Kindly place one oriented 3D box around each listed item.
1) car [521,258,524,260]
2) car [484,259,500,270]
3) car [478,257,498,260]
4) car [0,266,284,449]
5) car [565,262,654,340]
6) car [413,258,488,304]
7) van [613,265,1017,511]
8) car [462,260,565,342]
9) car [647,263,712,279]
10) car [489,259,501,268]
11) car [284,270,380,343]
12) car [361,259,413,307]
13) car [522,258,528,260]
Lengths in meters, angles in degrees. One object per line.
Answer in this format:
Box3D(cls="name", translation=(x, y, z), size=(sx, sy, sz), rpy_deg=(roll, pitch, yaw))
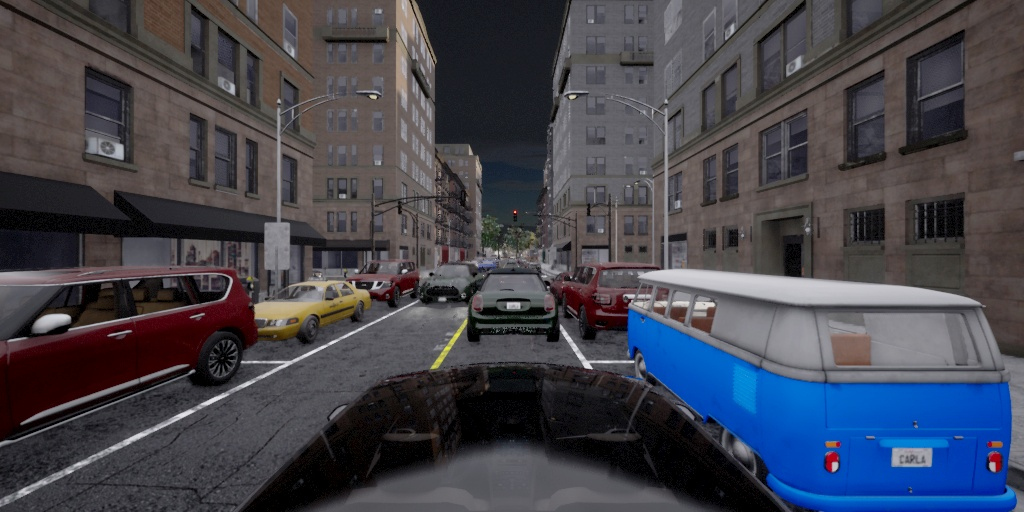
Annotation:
Box3D(cls="car", translation=(2.549, 1.287, 48.061), size=(1.888, 1.381, 4.507), rpy_deg=(0, 0, 0))
Box3D(cls="car", translation=(-2.939, 1.233, 52.779), size=(2.128, 1.511, 4.902), rpy_deg=(0, 0, 0))
Box3D(cls="car", translation=(-2.922, 1.220, 42.812), size=(1.882, 1.535, 5.008), rpy_deg=(0, 0, 0))
Box3D(cls="car", translation=(-5.403, 1.064, 4.200), size=(2.192, 1.841, 5.009), rpy_deg=(0, 0, 0))
Box3D(cls="car", translation=(2.623, 1.063, 9.892), size=(2.192, 1.841, 5.009), rpy_deg=(0, 0, 0))
Box3D(cls="car", translation=(-2.568, 1.099, 16.155), size=(2.097, 1.767, 4.553), rpy_deg=(0, 0, 4))
Box3D(cls="van", translation=(2.634, 1.090, 4.214), size=(1.690, 1.789, 3.998), rpy_deg=(0, 0, 0))
Box3D(cls="car", translation=(0.018, 1.101, 9.928), size=(2.097, 1.767, 4.553), rpy_deg=(0, 0, 0))
Box3D(cls="car", translation=(14.305, 1.273, 30.752), size=(4.718, 1.301, 1.895), rpy_deg=(0, 0, -3))
Box3D(cls="car", translation=(-2.932, 1.305, 62.839), size=(1.994, 1.385, 4.181), rpy_deg=(0, 0, 0))
Box3D(cls="car", translation=(-5.414, 1.274, 9.708), size=(1.751, 1.417, 4.829), rpy_deg=(0, 0, 0))
Box3D(cls="car", translation=(-5.427, 1.062, 15.557), size=(2.192, 1.841, 5.009), rpy_deg=(0, 0, 0))
Box3D(cls="car", translation=(2.560, 1.293, 42.580), size=(2.007, 1.370, 4.403), rpy_deg=(0, 0, 0))
